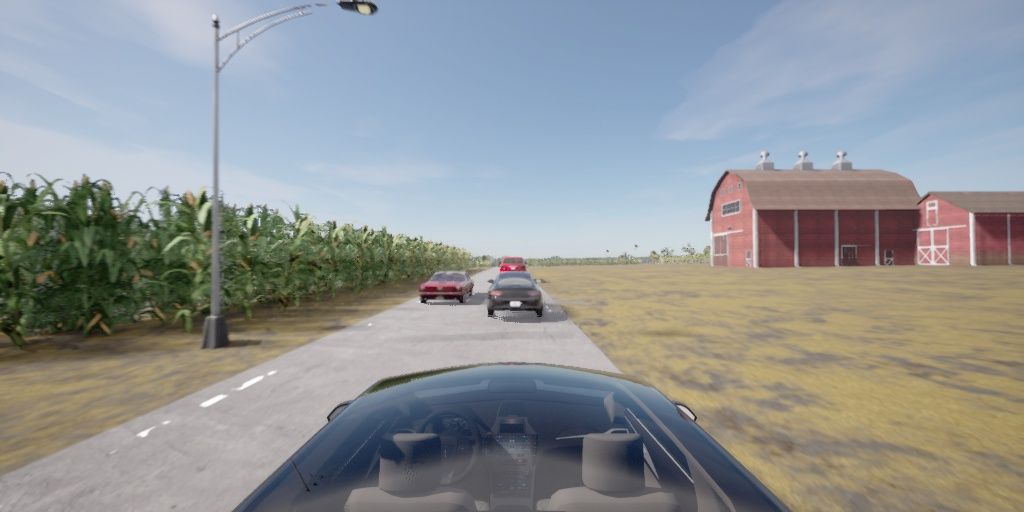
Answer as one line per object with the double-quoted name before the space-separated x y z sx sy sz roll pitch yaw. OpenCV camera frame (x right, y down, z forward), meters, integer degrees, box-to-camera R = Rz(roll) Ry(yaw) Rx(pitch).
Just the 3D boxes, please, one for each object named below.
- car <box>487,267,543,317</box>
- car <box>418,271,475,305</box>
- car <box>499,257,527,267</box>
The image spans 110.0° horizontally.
"car" 0.096 1.288 13.149 1.812 1.442 4.674 0 0 0
"car" -2.855 1.370 16.463 1.895 1.301 4.718 0 0 0
"car" 0.087 1.071 30.184 2.150 2.045 5.566 0 0 0
